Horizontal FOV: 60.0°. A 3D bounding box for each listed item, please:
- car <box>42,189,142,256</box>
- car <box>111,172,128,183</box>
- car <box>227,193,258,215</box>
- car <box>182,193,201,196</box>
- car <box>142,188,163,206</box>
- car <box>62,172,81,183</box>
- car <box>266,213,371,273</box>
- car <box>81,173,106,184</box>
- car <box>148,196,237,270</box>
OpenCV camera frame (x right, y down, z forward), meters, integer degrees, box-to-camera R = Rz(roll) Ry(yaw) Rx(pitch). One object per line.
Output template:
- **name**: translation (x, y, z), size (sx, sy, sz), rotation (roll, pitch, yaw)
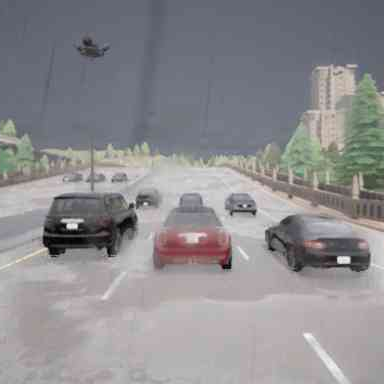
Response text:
- **car**: translation (-3.466, 1.011, 12.315), size (2.150, 2.045, 5.566), rotation (0, 1, 0)
- **car**: translation (-10.814, -2.171, 49.690), size (1.837, 1.490, 4.892), rotation (0, 8, 0)
- **car**: translation (3.441, 0.775, 24.053), size (2.033, 1.411, 5.357), rotation (0, 4, 0)
- **car**: translation (-0.059, 0.776, 24.024), size (2.033, 1.411, 5.357), rotation (0, 4, 0)
- **car**: translation (-3.550, 0.437, 27.868), size (1.837, 1.490, 4.892), rotation (0, 5, 0)
- **car**: translation (-17.810, -2.186, 49.667), size (2.128, 1.511, 4.902), rotation (0, 8, 0)
- **car**: translation (3.525, 1.363, 10.006), size (1.812, 1.442, 4.674), rotation (0, 1, 0)
- **car**: translation (-14.311, -2.131, 49.697), size (2.033, 1.411, 5.357), rotation (0, 8, 0)
- **car**: translation (0.028, 1.181, 10.537), size (2.097, 1.767, 4.553), rotation (0, 1, 0)
